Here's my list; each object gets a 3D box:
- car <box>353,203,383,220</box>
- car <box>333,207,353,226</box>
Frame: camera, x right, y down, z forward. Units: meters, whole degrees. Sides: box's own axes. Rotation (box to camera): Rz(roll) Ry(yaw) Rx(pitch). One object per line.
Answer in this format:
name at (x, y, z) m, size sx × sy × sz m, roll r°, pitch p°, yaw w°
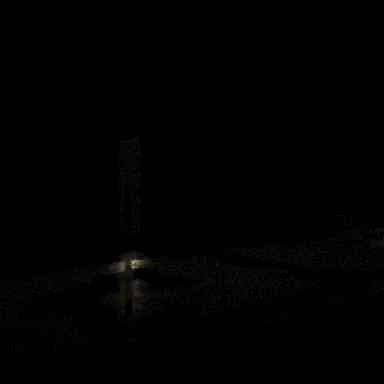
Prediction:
car at (14.624, 1.534, 27.798) m, size 1.947 × 1.339 × 4.313 m, roll 0°, pitch 0°, yaw -35°
car at (8.170, 1.538, 23.026) m, size 1.752 × 1.417 × 4.829 m, roll 0°, pitch 0°, yaw -35°
